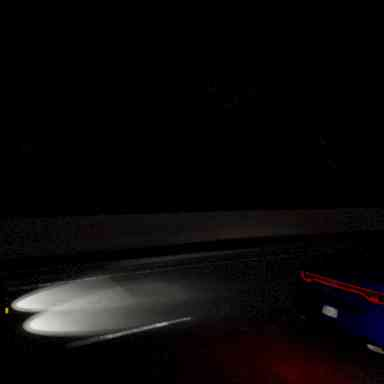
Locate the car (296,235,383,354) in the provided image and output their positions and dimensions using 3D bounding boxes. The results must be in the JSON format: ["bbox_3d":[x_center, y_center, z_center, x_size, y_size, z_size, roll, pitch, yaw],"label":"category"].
[{"bbox_3d":[4.064,1.466,5.637,5.008,1.535,1.882,0,0,-27],"label":"car"}]

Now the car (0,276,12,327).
[{"bbox_3d":[-4.863,1.517,4.546,4.181,1.385,1.994,0,0,-37],"label":"car"}]
